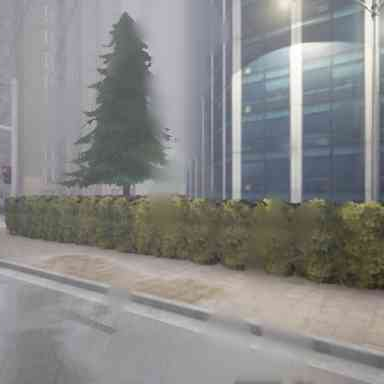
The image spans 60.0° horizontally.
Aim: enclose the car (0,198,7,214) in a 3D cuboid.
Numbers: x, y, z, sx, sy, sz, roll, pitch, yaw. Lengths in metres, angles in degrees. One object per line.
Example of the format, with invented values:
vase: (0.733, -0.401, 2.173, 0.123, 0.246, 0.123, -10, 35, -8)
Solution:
car: (-18.878, 1.352, 32.090, 2.097, 1.767, 4.553, 0, 0, 36)
